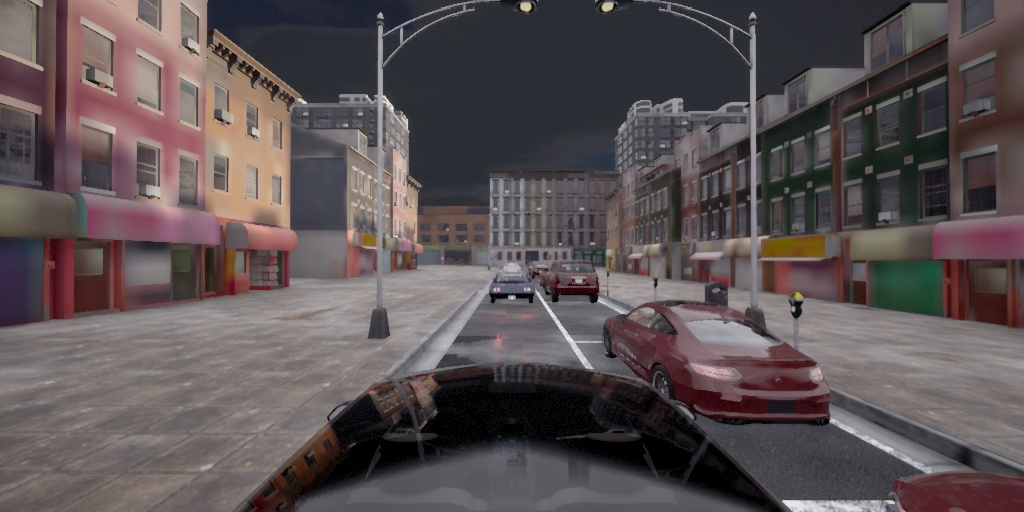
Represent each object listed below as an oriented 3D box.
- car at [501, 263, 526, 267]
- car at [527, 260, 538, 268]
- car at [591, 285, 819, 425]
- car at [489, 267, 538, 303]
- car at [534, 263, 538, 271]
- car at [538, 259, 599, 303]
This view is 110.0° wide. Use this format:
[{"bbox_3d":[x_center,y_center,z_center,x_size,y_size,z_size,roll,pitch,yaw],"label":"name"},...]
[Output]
[{"bbox_3d":[0.000,1.304,31.501,1.812,1.442,4.674,0,0,0],"label":"car"},{"bbox_3d":[2.639,1.316,33.106,1.888,1.381,4.507,0,0,0],"label":"car"},{"bbox_3d":[2.639,1.332,5.589,1.802,1.307,4.207,0,0,0],"label":"car"},{"bbox_3d":[0.000,1.373,16.530,1.895,1.301,4.718,0,0,0],"label":"car"},{"bbox_3d":[2.639,1.305,22.099,1.888,1.381,4.507,0,0,0],"label":"car"},{"bbox_3d":[2.639,1.070,16.595,2.192,1.841,5.009,0,0,0],"label":"car"}]
